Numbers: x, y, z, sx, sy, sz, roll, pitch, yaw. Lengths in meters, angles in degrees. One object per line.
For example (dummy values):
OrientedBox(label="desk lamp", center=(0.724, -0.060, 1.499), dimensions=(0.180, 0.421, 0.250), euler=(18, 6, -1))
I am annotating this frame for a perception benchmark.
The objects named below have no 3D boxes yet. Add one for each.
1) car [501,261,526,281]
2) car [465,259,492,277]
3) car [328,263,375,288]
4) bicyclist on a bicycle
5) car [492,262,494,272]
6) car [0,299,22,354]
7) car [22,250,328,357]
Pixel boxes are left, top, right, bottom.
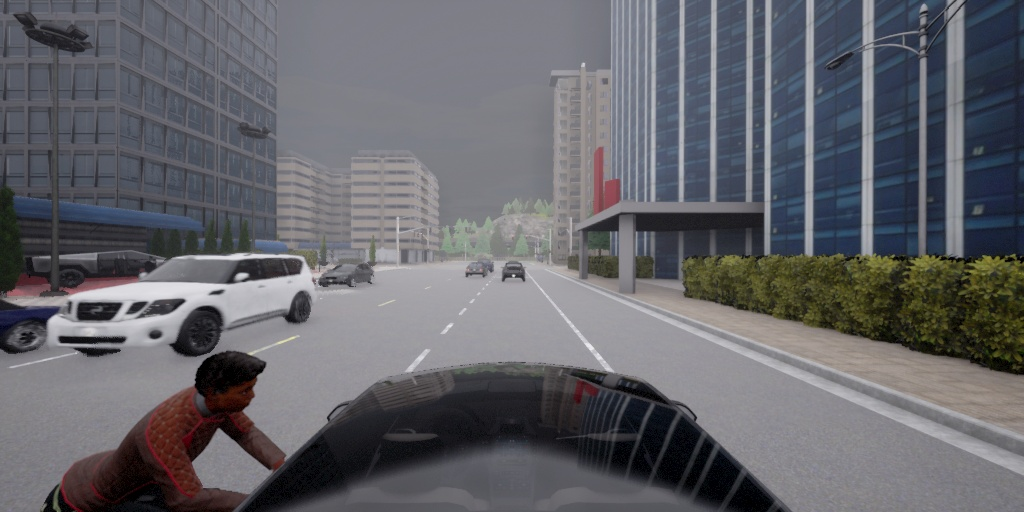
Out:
OrientedBox(label="car", center=(0.136, 1.263, 30.226), dimensions=(1.837, 1.490, 4.892), euler=(0, 0, 0))
OrientedBox(label="car", center=(-3.366, 1.289, 34.746), dimensions=(2.033, 1.411, 5.357), euler=(0, 0, 0))
OrientedBox(label="car", center=(-10.548, 1.211, 23.337), dimensions=(1.837, 1.490, 4.892), euler=(0, -1, 1))
OrientedBox(label="bicyclist on a bicycle", center=(-1.392, 1.240, 1.622), dimensions=(1.656, 1.620, 0.582), euler=(-1, 7, -11))
OrientedBox(label="car", center=(-3.353, 1.096, 44.285), dimensions=(2.097, 1.767, 4.553), euler=(0, 0, 1))
OrientedBox(label="car", center=(-10.617, 1.301, 5.853), dimensions=(1.895, 1.301, 4.718), euler=(0, 0, 0))
OrientedBox(label="car", center=(-7.119, 0.941, 8.818), dimensions=(2.150, 2.045, 5.566), euler=(0, 0, 0))
